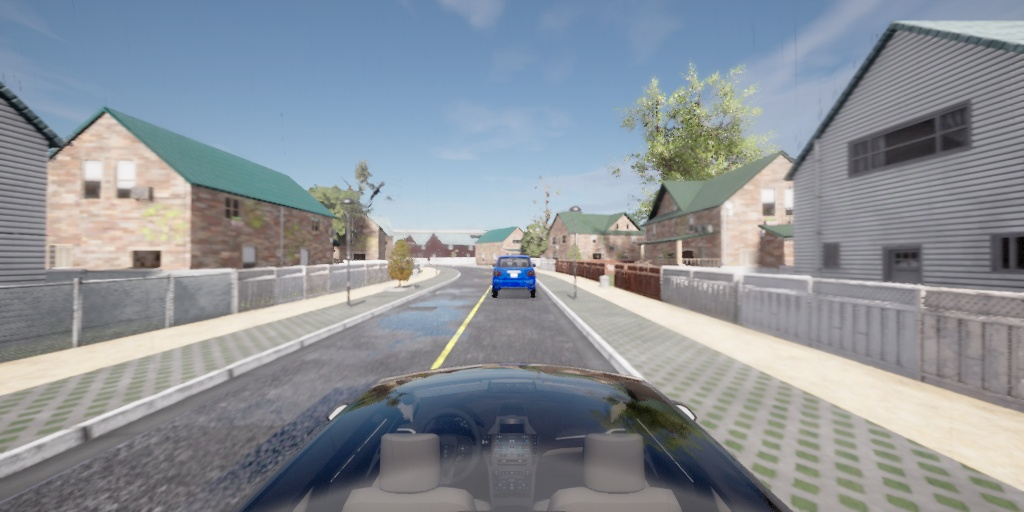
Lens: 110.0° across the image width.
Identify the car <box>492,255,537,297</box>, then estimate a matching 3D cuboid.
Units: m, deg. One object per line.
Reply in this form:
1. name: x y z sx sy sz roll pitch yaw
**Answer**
1. car: 0.113 0.974 19.040 2.150 2.045 5.566 0 0 0
